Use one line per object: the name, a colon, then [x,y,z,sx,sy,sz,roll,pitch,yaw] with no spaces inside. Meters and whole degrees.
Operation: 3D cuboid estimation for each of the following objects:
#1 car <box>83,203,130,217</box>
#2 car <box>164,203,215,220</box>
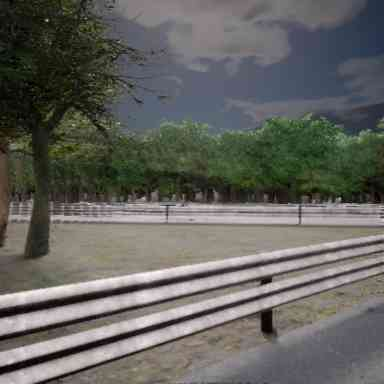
car: [-9.630,1.943,36.536,4.674,1.442,1.812,0,-1,9]
car: [-0.238,1.812,31.449,4.902,1.511,2.128,0,-1,9]
